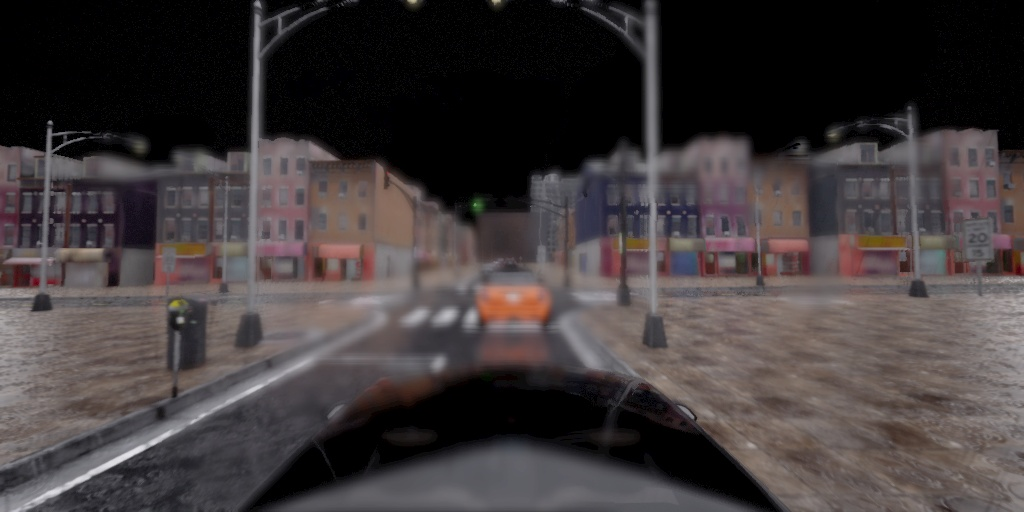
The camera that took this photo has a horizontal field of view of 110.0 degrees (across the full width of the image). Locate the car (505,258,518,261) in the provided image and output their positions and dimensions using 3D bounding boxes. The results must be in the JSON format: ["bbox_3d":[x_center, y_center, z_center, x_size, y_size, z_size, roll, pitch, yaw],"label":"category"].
[{"bbox_3d":[0.060,1.438,60.131,2.150,2.045,5.566,0,0,1],"label":"car"}]

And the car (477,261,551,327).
[{"bbox_3d":[0.067,1.174,11.944,2.097,1.767,4.553,0,0,0],"label":"car"}]
